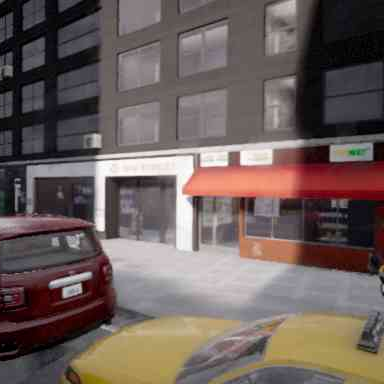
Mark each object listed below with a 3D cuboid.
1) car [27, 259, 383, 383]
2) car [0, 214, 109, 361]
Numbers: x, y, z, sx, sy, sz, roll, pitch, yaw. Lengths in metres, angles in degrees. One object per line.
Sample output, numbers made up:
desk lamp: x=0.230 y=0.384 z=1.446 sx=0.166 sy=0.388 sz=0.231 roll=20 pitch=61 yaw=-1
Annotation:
car: x=0.980 y=1.524 z=2.375 sx=4.829 sy=1.417 sz=1.752 roll=0 pitch=1 yaw=35
car: x=-3.429 y=1.298 z=5.518 sx=5.009 sy=1.841 sz=2.192 roll=0 pitch=1 yaw=35
